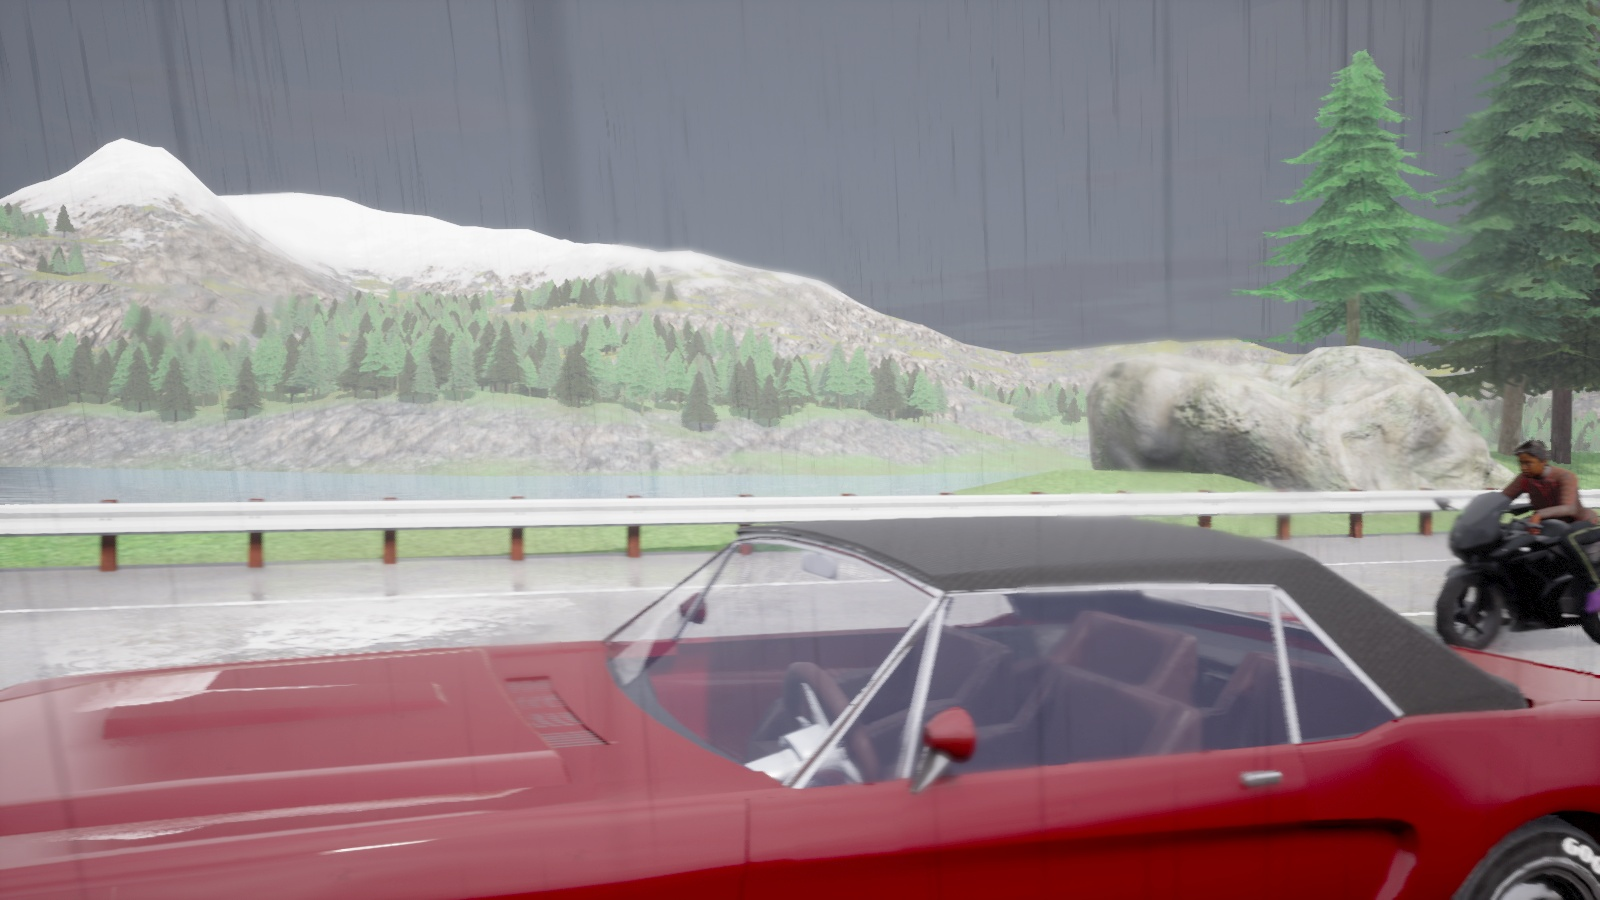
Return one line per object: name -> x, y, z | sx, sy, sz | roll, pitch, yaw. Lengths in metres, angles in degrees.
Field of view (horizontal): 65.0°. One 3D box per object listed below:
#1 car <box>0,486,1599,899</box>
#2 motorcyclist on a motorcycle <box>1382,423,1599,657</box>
car -> 0.140, 0.843, 3.292 | 4.718, 1.301, 1.895 | -1, 1, -21
motorcyclist on a motorcycle -> 5.269, 0.577, 8.982 | 2.044, 1.523, 0.797 | -1, 1, -21
